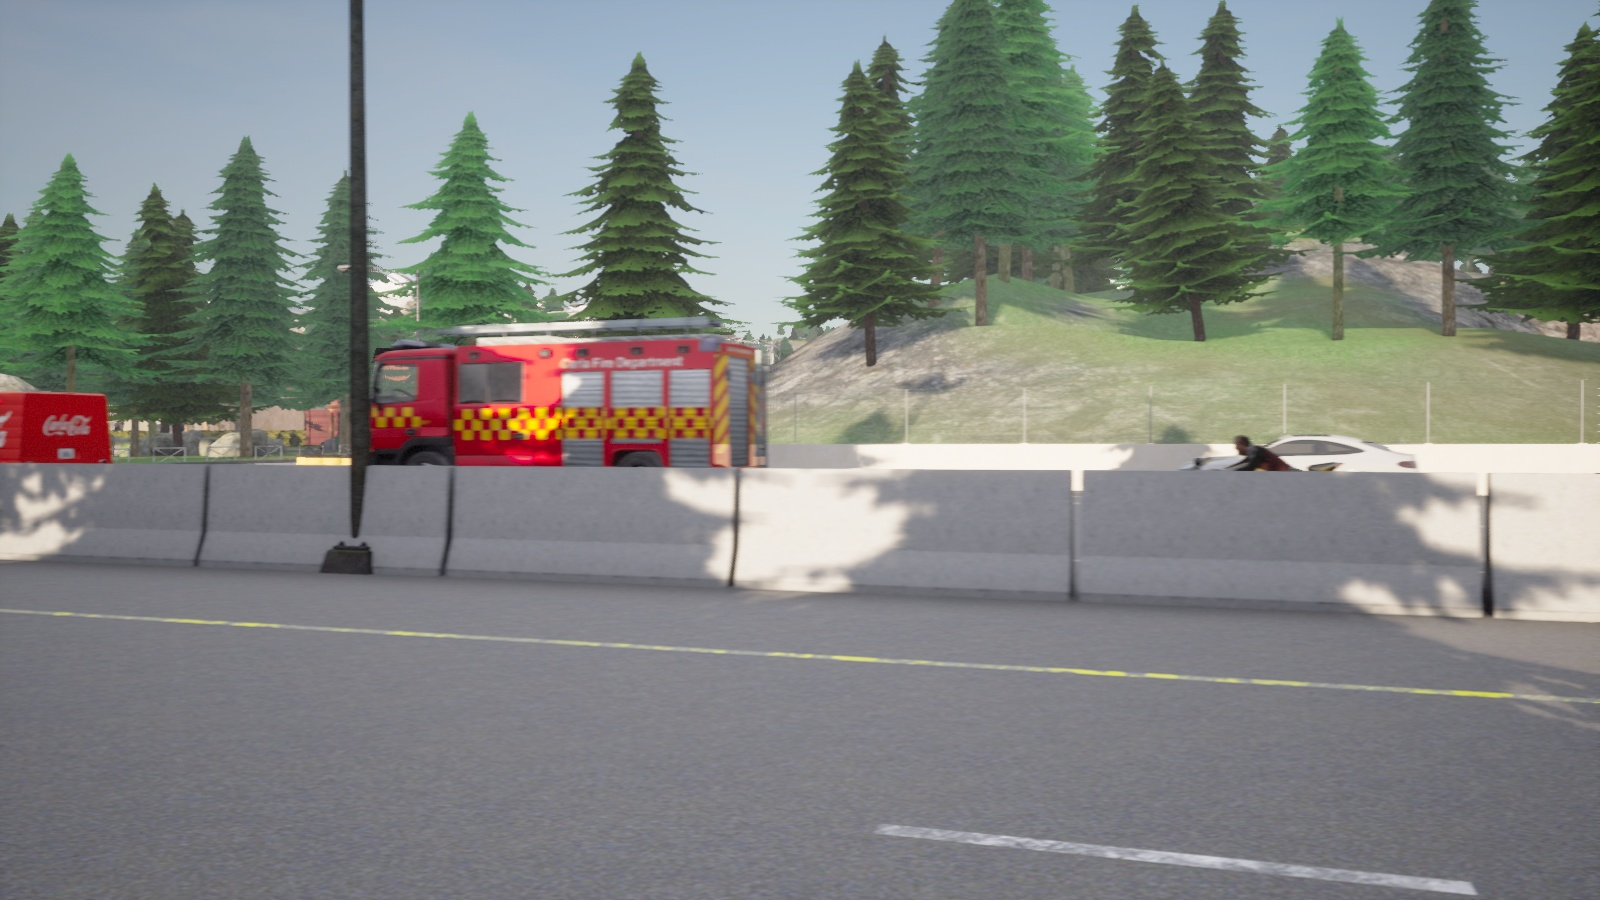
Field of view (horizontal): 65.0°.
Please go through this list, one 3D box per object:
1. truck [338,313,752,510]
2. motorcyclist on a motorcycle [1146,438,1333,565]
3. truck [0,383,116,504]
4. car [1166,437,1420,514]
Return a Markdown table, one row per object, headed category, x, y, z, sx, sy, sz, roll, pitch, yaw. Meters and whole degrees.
| category | x | y | z | sx | sy | sz | roll | pitch | yaw |
| --- | --- | --- | --- | --- | --- | --- | --- | --- | --- |
| truck | -5.509 | -0.796 | 27.184 | 8.468 | 3.827 | 2.891 | 0 | 1 | 19 |
| motorcyclist on a motorcycle | 5.592 | 0.625 | 16.082 | 2.191 | 1.530 | 0.866 | 1 | 1 | 19 |
| truck | -18.266 | -0.174 | 27.794 | 5.204 | 2.467 | 2.627 | 1 | 1 | 19 |
| car | 9.963 | 0.478 | 25.688 | 4.674 | 1.442 | 1.812 | 1 | 1 | 19 |
